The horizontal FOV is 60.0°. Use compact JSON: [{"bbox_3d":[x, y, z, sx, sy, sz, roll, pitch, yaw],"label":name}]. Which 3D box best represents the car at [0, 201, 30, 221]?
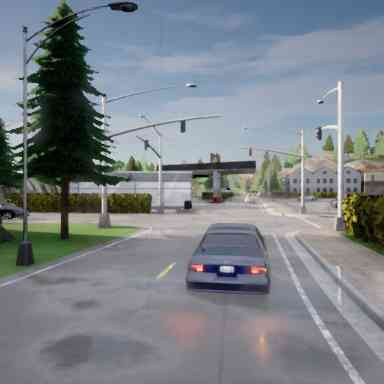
[{"bbox_3d":[-15.732,1.487,27.255,4.902,1.511,2.128,0,0,10],"label":"car"}]

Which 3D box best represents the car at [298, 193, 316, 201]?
[{"bbox_3d":[26.218,1.359,76.135,3.806,1.475,1.970,0,0,10],"label":"car"}]

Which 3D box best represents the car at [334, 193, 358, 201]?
[{"bbox_3d":[34.573,1.095,74.686,4.605,1.855,1.932,0,0,10],"label":"car"}]

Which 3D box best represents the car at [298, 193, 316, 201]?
[{"bbox_3d":[27.402,1.075,79.301,3.866,1.878,1.905,0,0,10],"label":"car"}]

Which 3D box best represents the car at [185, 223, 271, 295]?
[{"bbox_3d":[1.095,1.547,8.929,2.033,1.411,5.357,0,0,10],"label":"car"}]

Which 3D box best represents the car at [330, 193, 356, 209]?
[{"bbox_3d":[20.265,1.329,42.399,5.027,1.636,2.152,0,0,10],"label":"car"}]

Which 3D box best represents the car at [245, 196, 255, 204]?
[{"bbox_3d":[11.235,1.524,64.808,1.812,1.442,4.674,0,0,10],"label":"car"}]
